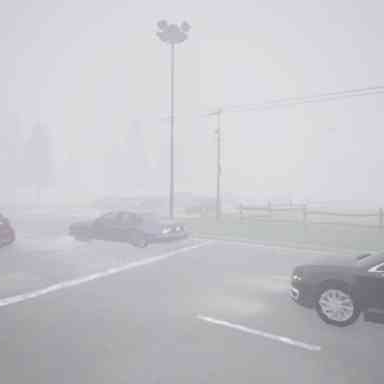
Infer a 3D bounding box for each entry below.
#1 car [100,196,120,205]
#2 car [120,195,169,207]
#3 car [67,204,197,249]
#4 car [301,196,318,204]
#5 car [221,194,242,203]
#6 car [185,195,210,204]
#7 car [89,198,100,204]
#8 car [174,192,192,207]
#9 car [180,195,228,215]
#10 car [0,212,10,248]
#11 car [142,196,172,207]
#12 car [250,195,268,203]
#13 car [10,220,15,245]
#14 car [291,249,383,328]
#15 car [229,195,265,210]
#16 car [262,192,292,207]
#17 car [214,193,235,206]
[{"bbox_3d":[-7.705,1.260,38.264,1.837,1.490,4.892,1,0,36],"label":"car"},{"bbox_3d":[-5.067,1.137,35.928,2.097,1.767,4.553,1,0,35],"label":"car"},{"bbox_3d":[-2.759,1.459,14.043,5.357,1.411,2.033,1,0,28],"label":"car"},{"bbox_3d":[21.151,1.413,59.884,1.994,1.385,4.181,1,0,37],"label":"car"},{"bbox_3d":[7.793,1.206,65.305,1.882,1.535,5.008,1,0,36],"label":"car"},{"bbox_3d":[0.959,1.252,56.043,1.812,1.442,4.674,1,0,37],"label":"car"},{"bbox_3d":[-10.292,1.230,40.665,1.837,1.490,4.892,1,0,35],"label":"car"},{"bbox_3d":[-0.032,1.138,42.887,2.097,1.767,4.553,1,0,36],"label":"car"},{"bbox_3d":[1.251,1.350,32.750,1.837,1.490,4.892,1,0,36],"label":"car"},{"bbox_3d":[-7.547,1.130,8.217,5.566,2.045,2.150,1,0,22],"label":"car"},{"bbox_3d":[-5.049,1.289,47.867,1.994,1.385,4.181,1,0,37],"label":"car"},{"bbox_3d":[13.704,1.353,67.452,1.994,1.385,4.181,1,1,36],"label":"car"},{"bbox_3d":[-8.958,1.229,12.090,4.553,1.767,2.097,0,1,12],"label":"car"},{"bbox_3d":[4.110,1.508,5.360,4.892,1.490,1.837,1,0,36],"label":"car"},{"bbox_3d":[6.693,1.372,40.230,1.812,1.442,4.674,1,0,36],"label":"car"},{"bbox_3d":[12.818,1.069,48.603,2.150,2.045,5.566,1,0,36],"label":"car"},{"bbox_3d":[5.618,1.334,50.605,2.033,1.411,5.357,1,0,36],"label":"car"}]
